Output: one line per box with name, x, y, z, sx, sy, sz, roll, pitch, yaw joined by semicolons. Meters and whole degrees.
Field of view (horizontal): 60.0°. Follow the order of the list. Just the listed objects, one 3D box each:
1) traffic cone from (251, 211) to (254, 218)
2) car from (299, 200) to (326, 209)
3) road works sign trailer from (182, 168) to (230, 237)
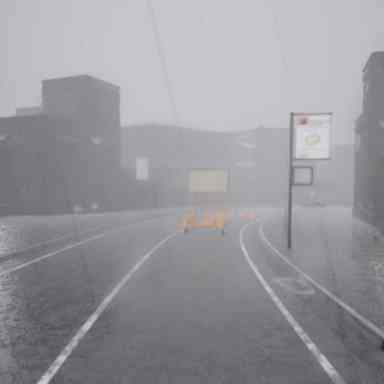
traffic cone;5.520;2.054;30.251;0.340;0.580;0.340;2;0;15
car;19.279;1.953;53.060;4.718;1.301;1.895;2;2;-34
road works sign trailer;0.956;0.473;18.489;2.380;3.560;2.880;1;0;20
